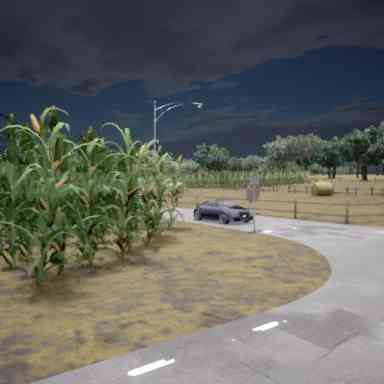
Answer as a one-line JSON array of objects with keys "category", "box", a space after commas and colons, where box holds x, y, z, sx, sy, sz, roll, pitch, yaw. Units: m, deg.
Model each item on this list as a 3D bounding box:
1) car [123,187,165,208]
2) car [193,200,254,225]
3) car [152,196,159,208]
[{"category": "car", "box": [-5.288, 0.495, 35.947, 2.150, 2.045, 5.566, -1, 2, -35]}, {"category": "car", "box": [1.892, 1.191, 20.963, 1.994, 1.385, 4.181, -1, 2, -35]}, {"category": "car", "box": [-5.354, 0.877, 31.136, 2.128, 1.511, 4.902, -1, 2, -35]}]
